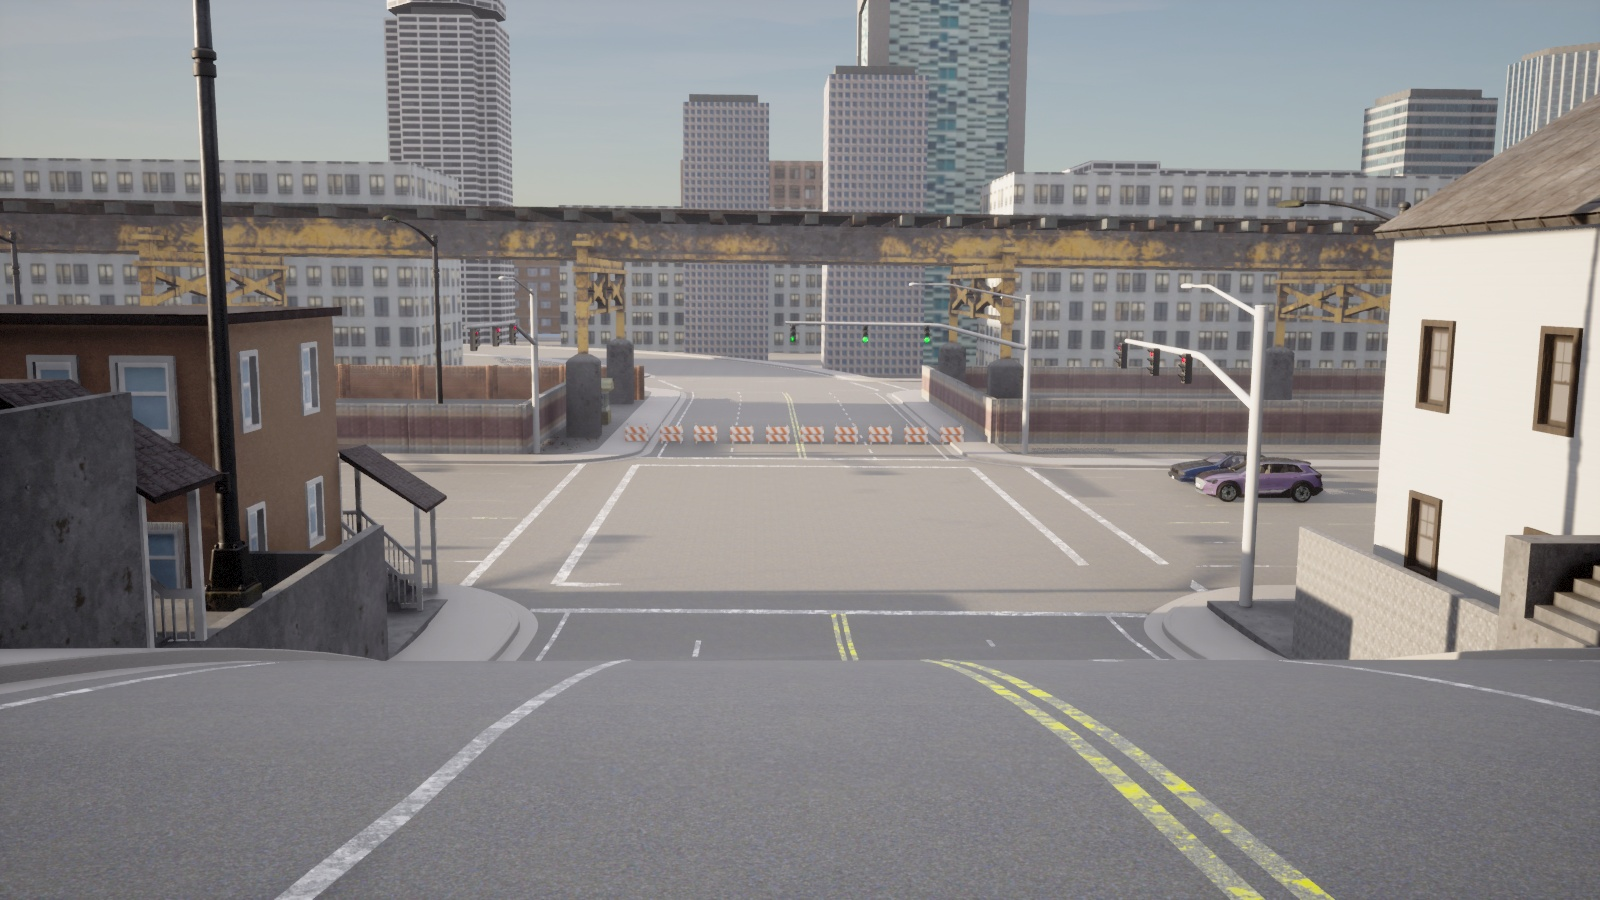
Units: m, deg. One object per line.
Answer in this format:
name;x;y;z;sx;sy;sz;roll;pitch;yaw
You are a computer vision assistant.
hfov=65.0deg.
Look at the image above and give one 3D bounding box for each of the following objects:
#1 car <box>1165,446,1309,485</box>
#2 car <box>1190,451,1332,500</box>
car;18.600;0.645;53.624;5.357;1.411;2.033;0;8;0
car;18.336;0.991;50.135;4.856;1.649;2.033;0;8;0
